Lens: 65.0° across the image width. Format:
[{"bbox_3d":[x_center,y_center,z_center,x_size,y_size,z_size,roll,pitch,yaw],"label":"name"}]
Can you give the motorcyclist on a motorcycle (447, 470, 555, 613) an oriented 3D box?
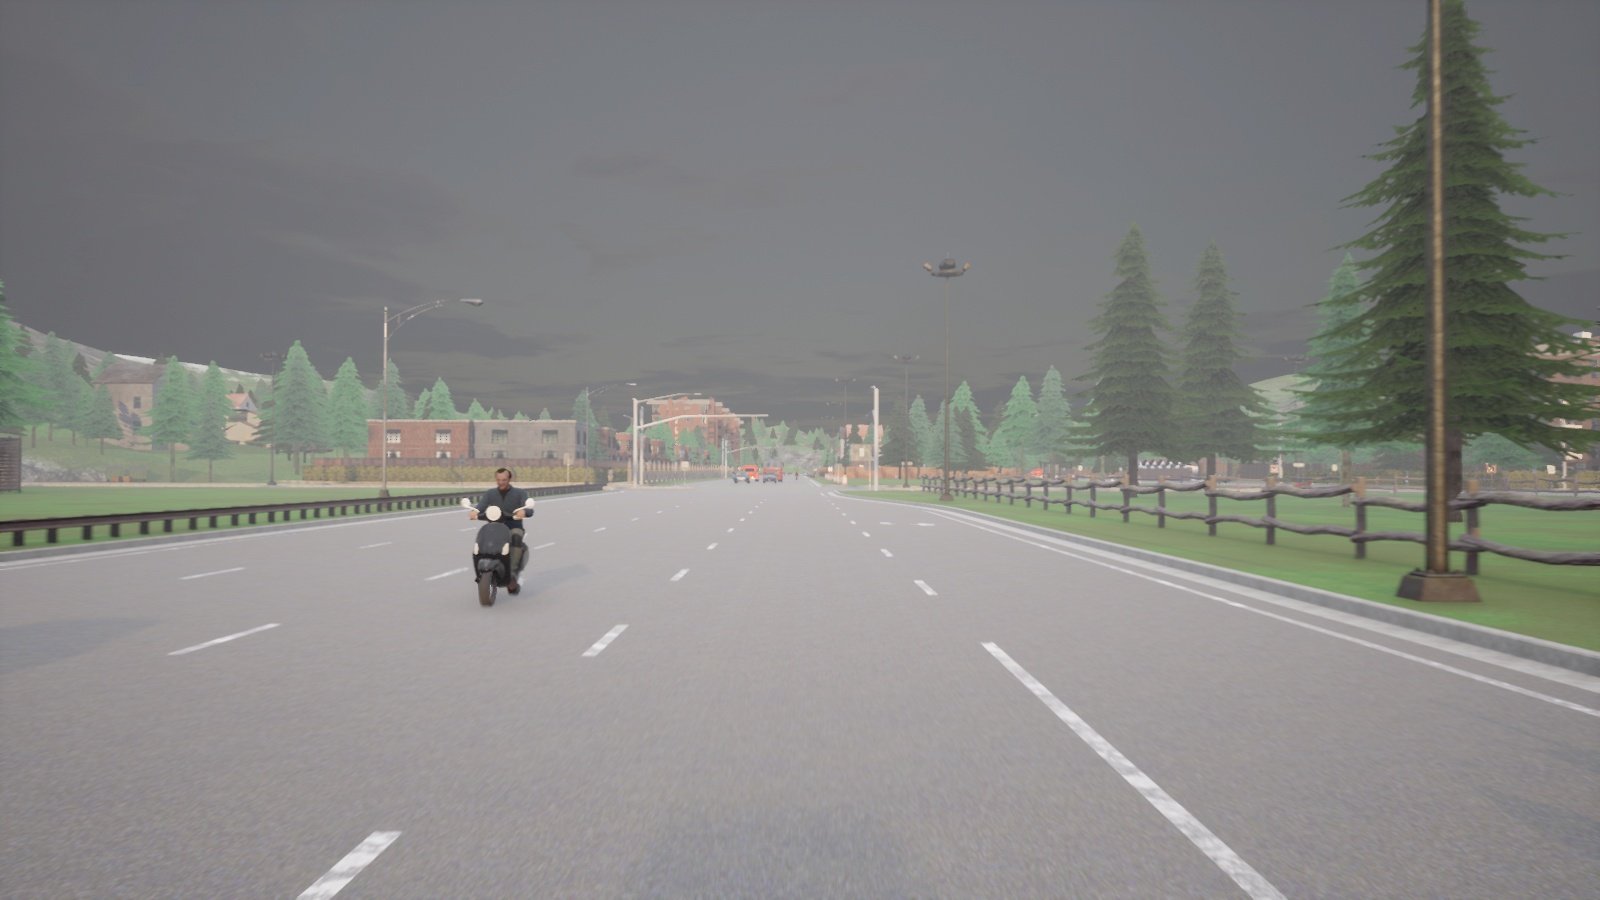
[{"bbox_3d":[-3.537,1.044,15.024,0.866,1.590,1.817,0,-1,0],"label":"motorcyclist on a motorcycle"}]
